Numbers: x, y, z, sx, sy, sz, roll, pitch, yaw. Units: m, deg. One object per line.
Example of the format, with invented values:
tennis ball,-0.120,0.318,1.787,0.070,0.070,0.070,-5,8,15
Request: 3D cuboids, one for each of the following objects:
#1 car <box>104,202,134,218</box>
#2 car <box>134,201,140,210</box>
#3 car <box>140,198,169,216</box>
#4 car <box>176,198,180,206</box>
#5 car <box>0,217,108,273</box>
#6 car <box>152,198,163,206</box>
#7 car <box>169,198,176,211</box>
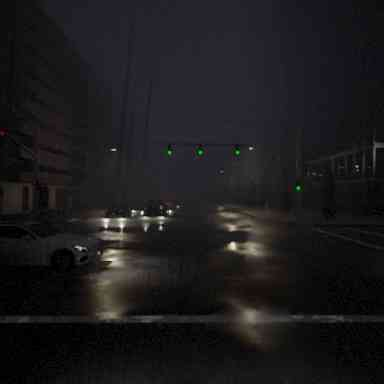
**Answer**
car,-7.431,1.781,33.786,1.812,1.442,4.674,0,0,0
car,-7.368,1.916,46.730,1.994,1.385,4.181,0,0,1
car,-3.934,1.624,36.021,2.097,1.767,4.553,0,0,0
car,-3.521,1.997,68.309,1.882,1.535,5.008,0,-1,1
car,-5.251,1.633,10.411,4.674,1.442,1.812,0,-1,0
car,-7.024,2.042,68.211,1.812,1.442,4.674,0,-1,1
car,-3.853,1.841,47.975,1.882,1.535,5.008,0,0,1
